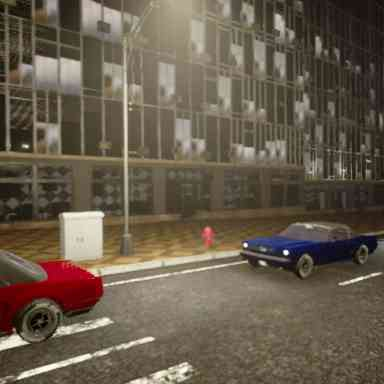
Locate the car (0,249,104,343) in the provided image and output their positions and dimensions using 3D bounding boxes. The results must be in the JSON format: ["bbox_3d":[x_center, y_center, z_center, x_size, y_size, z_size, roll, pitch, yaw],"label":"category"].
[{"bbox_3d":[-3.884,1.598,4.915,4.718,1.301,1.895,0,0,-35],"label":"car"}]

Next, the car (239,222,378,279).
[{"bbox_3d":[3.717,1.629,10.308,4.718,1.301,1.895,0,0,-36],"label":"car"}]
